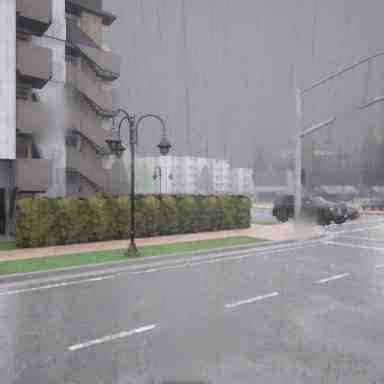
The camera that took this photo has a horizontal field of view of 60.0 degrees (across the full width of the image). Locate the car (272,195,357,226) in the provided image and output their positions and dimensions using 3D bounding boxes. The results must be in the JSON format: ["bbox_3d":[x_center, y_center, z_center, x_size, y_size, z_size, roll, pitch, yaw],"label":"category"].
[{"bbox_3d":[8.286,1.222,23.664,2.150,2.045,5.566,0,0,-36],"label":"car"}]

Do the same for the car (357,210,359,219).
[{"bbox_3d":[10.687,1.476,26.677,1.882,1.535,5.008,0,0,-39],"label":"car"}]
